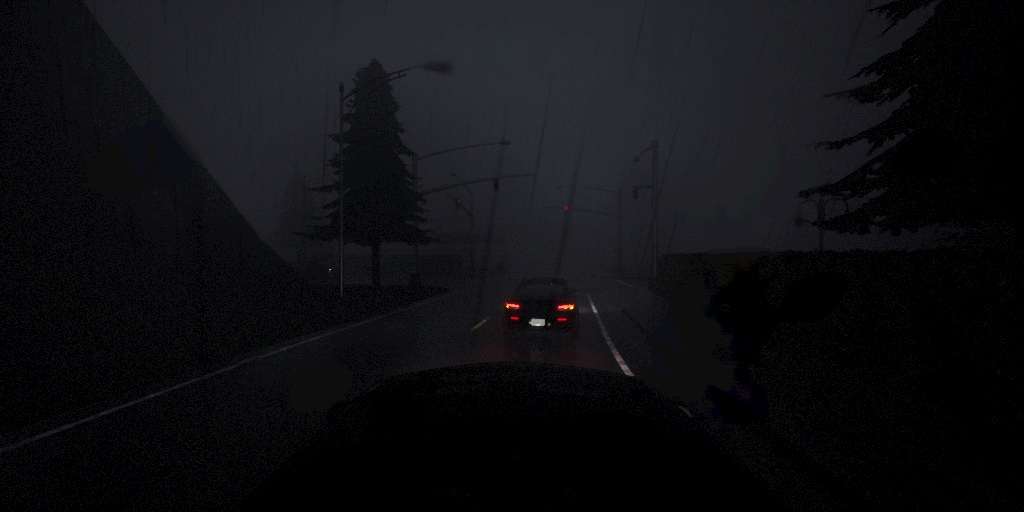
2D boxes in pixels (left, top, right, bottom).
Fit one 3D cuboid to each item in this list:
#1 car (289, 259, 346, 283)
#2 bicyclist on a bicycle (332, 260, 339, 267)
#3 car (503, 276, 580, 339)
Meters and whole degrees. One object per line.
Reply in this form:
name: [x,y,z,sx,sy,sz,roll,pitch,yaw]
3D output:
car: [-15.349,1.102,27.909,4.553,1.767,2.097,0,0,9]
bicyclist on a bicycle: [-17.372,1.203,35.331,0.582,1.620,1.656,0,0,8]
car: [0.918,1.276,10.056,1.812,1.442,4.674,0,0,9]
